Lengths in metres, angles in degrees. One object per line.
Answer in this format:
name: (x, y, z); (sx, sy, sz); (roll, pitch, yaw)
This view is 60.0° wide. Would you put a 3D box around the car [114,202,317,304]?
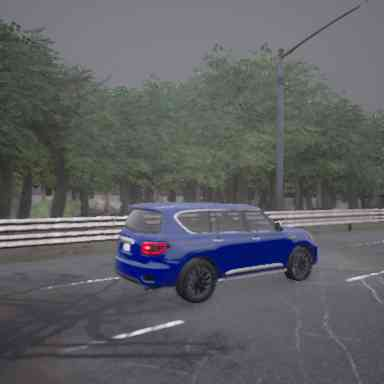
car: (0.820, 1.293, 8.545); (5.566, 2.045, 2.150); (1, -1, -35)
